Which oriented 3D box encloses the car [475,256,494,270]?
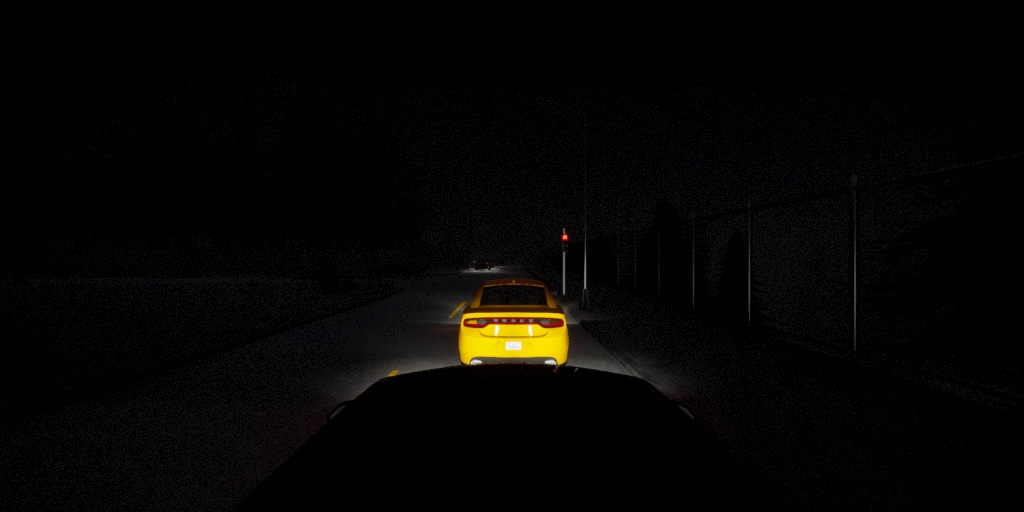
[{"bbox_3d":[-4.122,1.102,51.948,2.097,1.767,4.553,0,0,0],"label":"car"}]

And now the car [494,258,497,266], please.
[{"bbox_3d":[-4.108,1.351,62.224,1.895,1.301,4.718,0,0,0],"label":"car"}]

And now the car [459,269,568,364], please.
[{"bbox_3d":[0.043,1.228,7.979,1.882,1.535,5.008,0,0,0],"label":"car"}]
